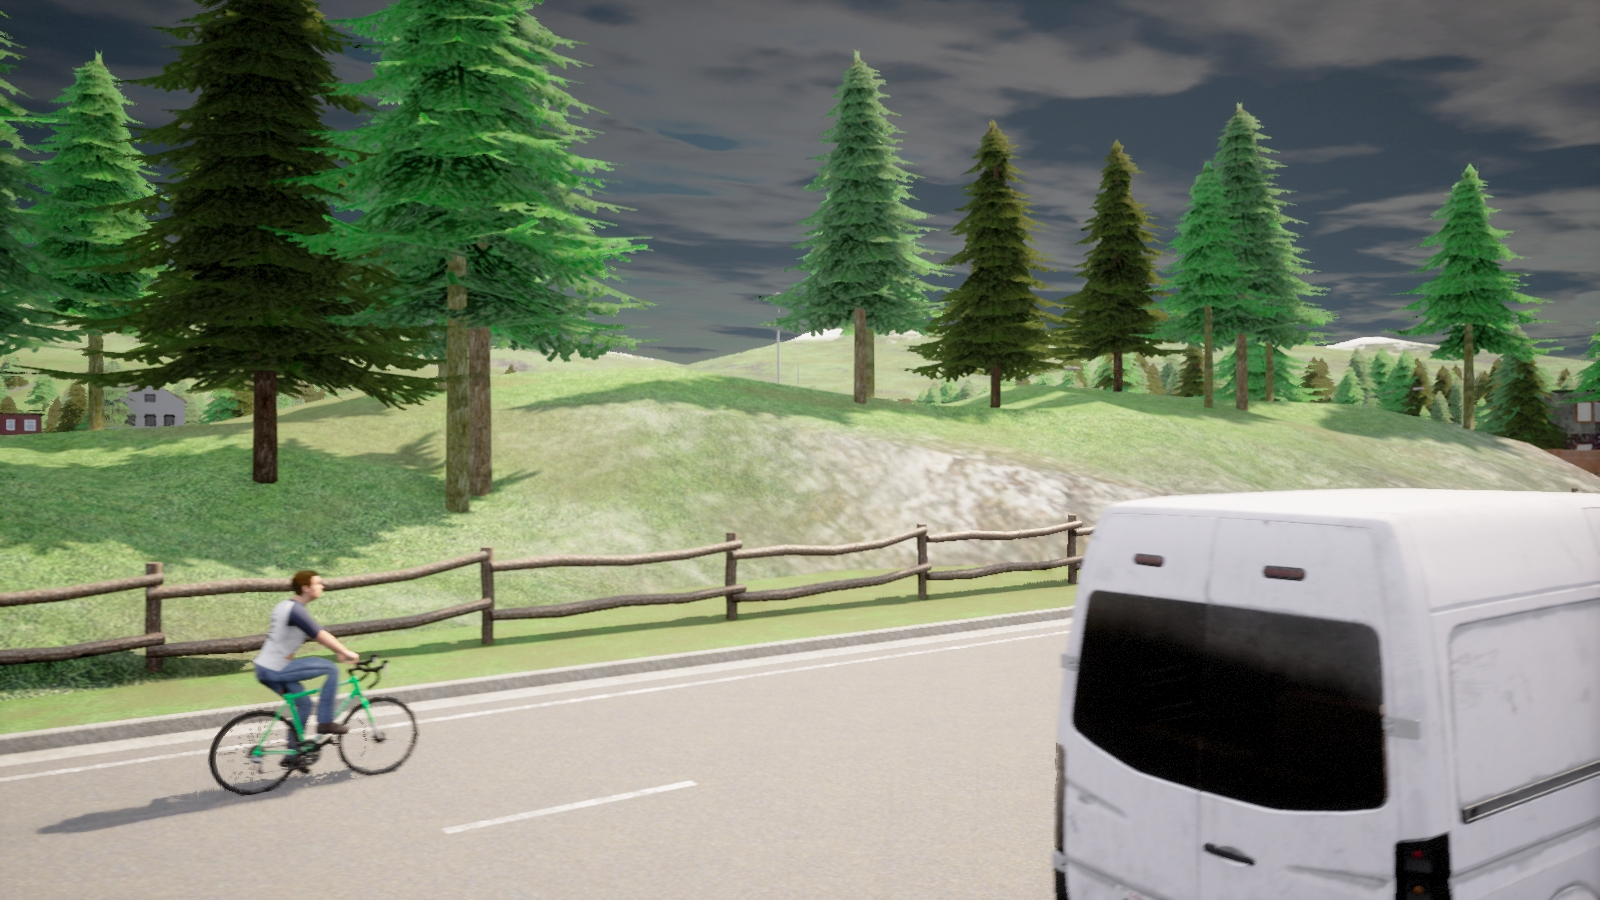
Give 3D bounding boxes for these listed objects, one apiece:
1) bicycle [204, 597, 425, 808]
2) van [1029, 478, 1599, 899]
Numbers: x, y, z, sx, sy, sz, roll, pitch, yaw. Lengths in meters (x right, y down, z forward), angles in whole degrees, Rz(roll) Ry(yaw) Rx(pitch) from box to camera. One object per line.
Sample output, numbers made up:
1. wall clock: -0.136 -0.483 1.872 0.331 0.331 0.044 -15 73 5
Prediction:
1. bicycle: -4.019 2.048 9.528 1.643 1.496 0.373 0 0 -35
2. van: 4.161 1.514 6.730 5.915 2.561 1.988 0 0 -35
